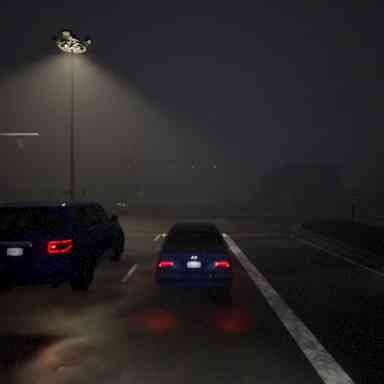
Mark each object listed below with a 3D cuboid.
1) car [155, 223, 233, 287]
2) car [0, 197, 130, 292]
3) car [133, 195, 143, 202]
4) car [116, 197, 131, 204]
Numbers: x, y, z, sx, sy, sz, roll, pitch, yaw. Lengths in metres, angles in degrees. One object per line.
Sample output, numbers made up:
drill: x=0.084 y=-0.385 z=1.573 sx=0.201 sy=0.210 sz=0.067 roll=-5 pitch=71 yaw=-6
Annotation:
car: x=0.060 y=1.587 z=9.517 sx=2.033 sy=1.411 sz=5.357 roll=0 pitch=0 yaw=0
car: x=-3.443 y=1.261 z=9.210 sx=2.150 sy=2.045 sz=5.566 roll=0 pitch=0 yaw=1
car: x=-15.009 y=1.733 z=92.227 sx=2.097 sy=1.767 sz=4.553 roll=0 pitch=0 yaw=0
car: x=-15.008 y=1.825 z=73.230 sx=2.128 sy=1.511 sz=4.902 roll=0 pitch=0 yaw=0
